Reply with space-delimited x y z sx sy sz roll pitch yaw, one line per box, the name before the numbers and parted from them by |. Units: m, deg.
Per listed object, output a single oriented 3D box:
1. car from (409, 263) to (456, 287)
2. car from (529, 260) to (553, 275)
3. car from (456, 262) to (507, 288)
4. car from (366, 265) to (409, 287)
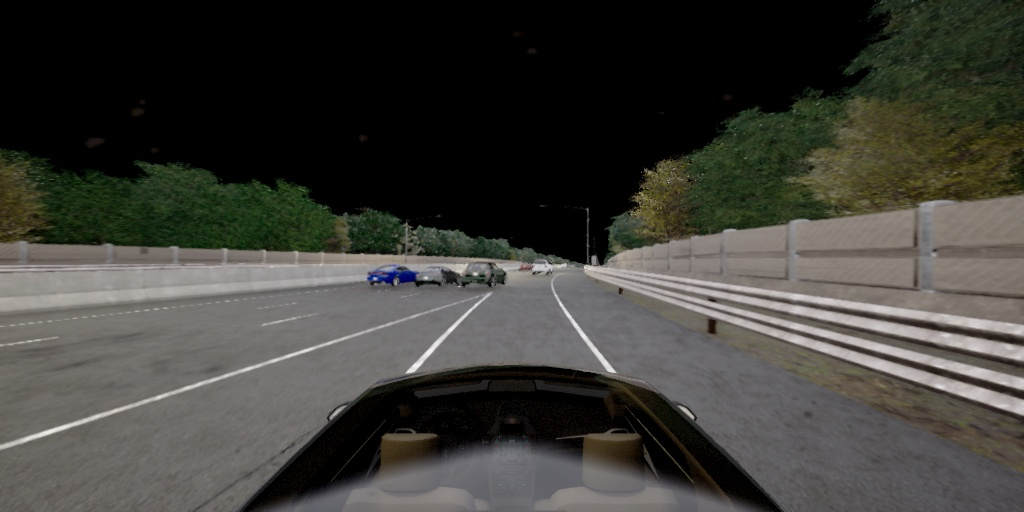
car | -5.214 1.434 25.608 1.994 1.385 4.181 -2 -1 14
car | 4.269 1.569 49.267 2.150 2.045 5.566 0 -1 14
car | -1.802 1.193 24.732 2.097 1.767 4.553 0 -1 14
car | -8.590 1.388 26.458 1.882 1.535 5.008 0 0 14
